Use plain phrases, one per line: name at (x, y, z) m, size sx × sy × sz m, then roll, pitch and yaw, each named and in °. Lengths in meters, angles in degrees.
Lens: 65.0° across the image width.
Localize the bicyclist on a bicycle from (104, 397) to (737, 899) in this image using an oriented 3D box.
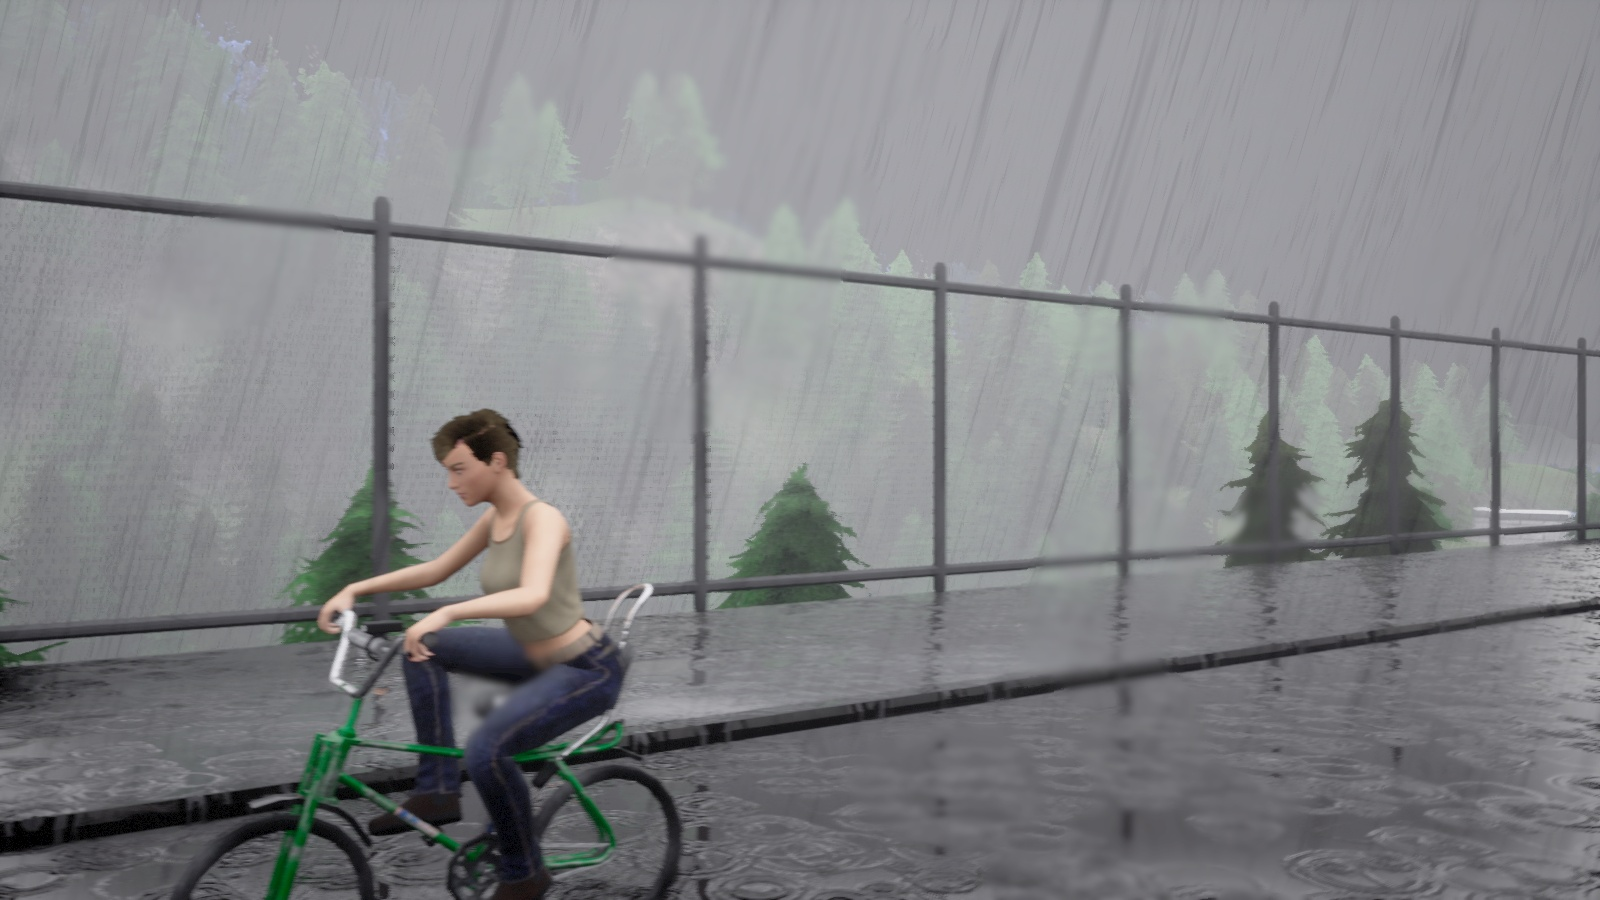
bicyclist on a bicycle at (-1.049, 0.692, 3.529) m, size 1.509 × 1.612 × 0.866 m, roll 0°, pitch 0°, yaw -35°

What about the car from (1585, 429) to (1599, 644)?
car at (8.144, 0.650, 9.940) m, size 3.988 × 1.617 × 1.851 m, roll 0°, pitch 0°, yaw -35°
